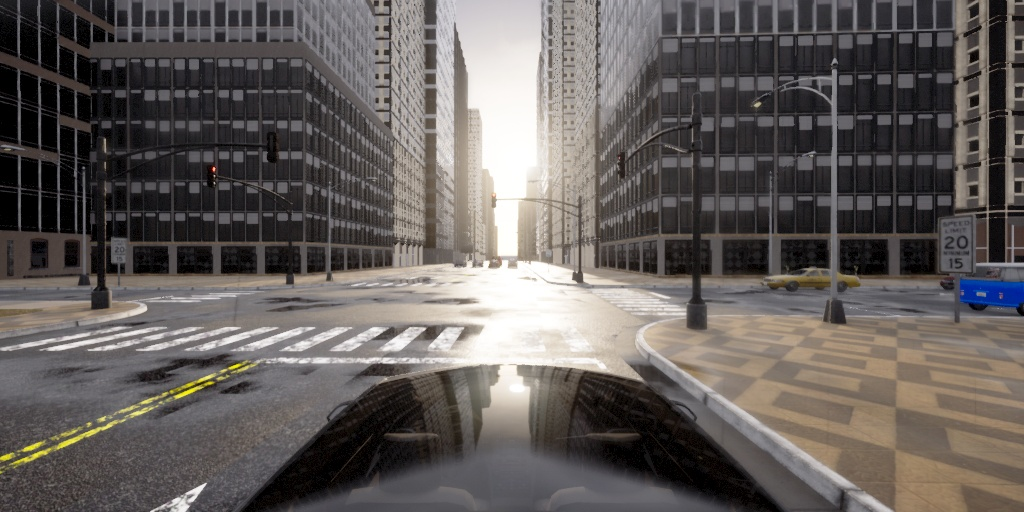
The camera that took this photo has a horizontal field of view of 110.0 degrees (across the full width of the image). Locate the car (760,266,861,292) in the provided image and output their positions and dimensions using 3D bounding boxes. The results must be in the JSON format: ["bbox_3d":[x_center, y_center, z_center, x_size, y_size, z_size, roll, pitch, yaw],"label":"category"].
[{"bbox_3d":[17.125,1.293,20.733,4.829,1.417,1.751,0,0,2],"label":"car"}]

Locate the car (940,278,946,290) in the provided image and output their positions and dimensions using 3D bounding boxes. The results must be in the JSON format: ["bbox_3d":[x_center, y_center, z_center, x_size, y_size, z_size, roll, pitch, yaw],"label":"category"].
[{"bbox_3d":[26.958,1.356,20.228,4.207,1.307,1.802,0,0,2],"label":"car"}]

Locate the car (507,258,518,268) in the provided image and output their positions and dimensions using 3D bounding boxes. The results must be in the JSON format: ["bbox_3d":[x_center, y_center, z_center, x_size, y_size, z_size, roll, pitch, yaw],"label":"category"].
[{"bbox_3d":[0.127,1.407,63.353,2.033,1.411,5.357,0,0,0],"label":"car"}]

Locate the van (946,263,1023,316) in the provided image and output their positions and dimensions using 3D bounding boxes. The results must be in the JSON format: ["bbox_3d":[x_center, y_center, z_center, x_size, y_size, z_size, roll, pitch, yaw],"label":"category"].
[{"bbox_3d":[18.379,1.119,12.558,3.998,1.789,1.690,0,0,2],"label":"van"}]

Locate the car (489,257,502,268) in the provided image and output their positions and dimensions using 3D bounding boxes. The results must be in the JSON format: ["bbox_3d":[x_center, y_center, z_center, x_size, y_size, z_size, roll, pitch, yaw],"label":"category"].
[{"bbox_3d":[-3.123,1.385,63.359,1.812,1.442,4.674,0,0,0],"label":"car"}]
